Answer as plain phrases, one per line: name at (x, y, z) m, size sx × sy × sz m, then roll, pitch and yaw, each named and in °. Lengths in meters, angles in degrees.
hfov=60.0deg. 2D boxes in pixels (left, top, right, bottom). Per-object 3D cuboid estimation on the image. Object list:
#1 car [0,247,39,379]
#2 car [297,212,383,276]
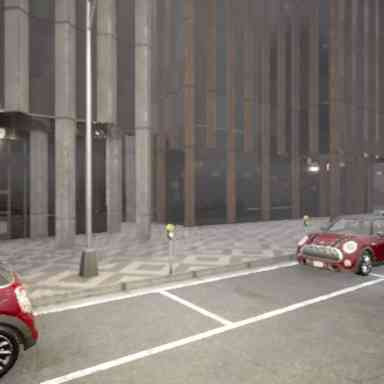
car at (-4.083, 1.438, 3.739) m, size 4.097 × 1.590 × 1.967 m, roll 0°, pitch 0°, yaw -36°
car at (5.094, 1.453, 10.286) m, size 4.097 × 1.590 × 1.967 m, roll 0°, pitch 0°, yaw -36°
